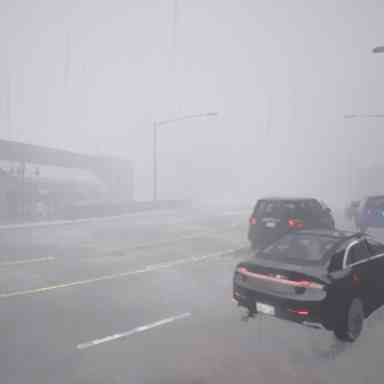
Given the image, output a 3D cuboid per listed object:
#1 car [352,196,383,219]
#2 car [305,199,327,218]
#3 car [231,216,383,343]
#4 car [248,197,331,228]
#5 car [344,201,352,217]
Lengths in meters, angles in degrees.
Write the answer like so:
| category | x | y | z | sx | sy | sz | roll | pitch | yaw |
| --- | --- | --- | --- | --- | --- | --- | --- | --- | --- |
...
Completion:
| category | x | y | z | sx | sy | sz | roll | pitch | yaw |
| --- | --- | --- | --- | --- | --- | --- | --- | --- | --- |
| car | 10.610 | 1.220 | 18.919 | 2.150 | 2.045 | 5.566 | 0 | 0 | 23 |
| car | 11.567 | 1.505 | 31.154 | 1.837 | 1.490 | 4.892 | 0 | 0 | 19 |
| car | 2.790 | 1.492 | 6.572 | 4.902 | 1.511 | 2.128 | 0 | 0 | -45 |
| car | 4.216 | 1.221 | 13.639 | 2.150 | 2.045 | 5.566 | 0 | 0 | 34 |
| car | 14.590 | 1.478 | 29.221 | 1.882 | 1.535 | 5.008 | 0 | 0 | 20 |
